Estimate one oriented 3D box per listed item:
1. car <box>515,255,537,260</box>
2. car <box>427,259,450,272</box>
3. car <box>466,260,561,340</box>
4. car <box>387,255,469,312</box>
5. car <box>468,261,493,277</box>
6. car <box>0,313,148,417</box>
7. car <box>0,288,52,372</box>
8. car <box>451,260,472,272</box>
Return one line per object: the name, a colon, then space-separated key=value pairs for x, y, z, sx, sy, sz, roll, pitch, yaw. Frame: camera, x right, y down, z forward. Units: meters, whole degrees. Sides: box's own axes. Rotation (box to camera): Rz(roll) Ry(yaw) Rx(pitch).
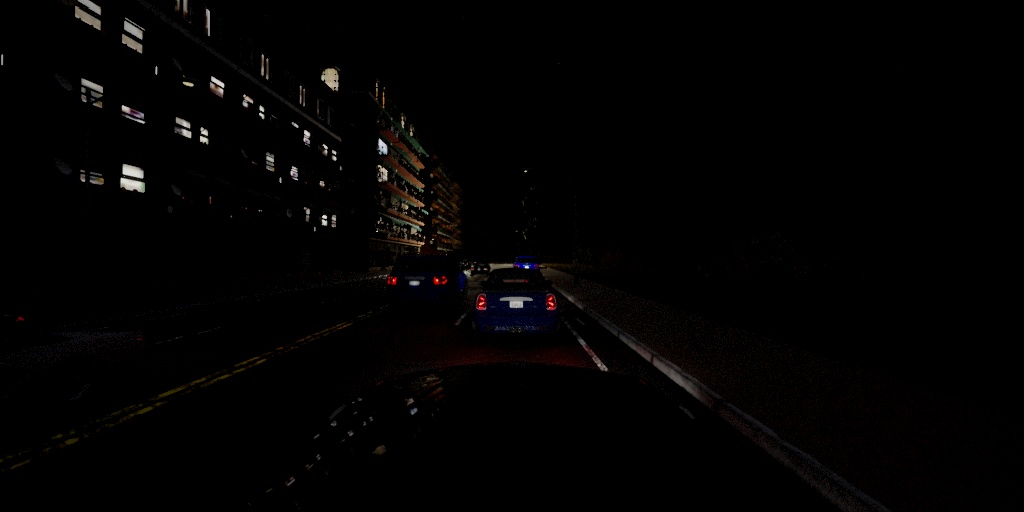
car: x=1.150 y=0.978 z=30.103 sx=2.150 sy=2.045 sz=5.566 roll=0 pitch=0 yaw=0
car: x=-9.826 y=1.244 z=48.310 sx=2.128 sy=1.511 sz=4.902 roll=0 pitch=0 yaw=0
car: x=0.102 y=1.103 z=10.150 sx=2.097 sy=1.767 sz=4.553 roll=0 pitch=0 yaw=0
car: x=-3.146 y=0.972 z=14.252 sx=2.150 sy=2.045 sz=5.566 roll=0 pitch=0 yaw=0
car: x=-3.130 y=1.301 z=36.543 sx=2.033 sy=1.411 sz=5.357 roll=0 pitch=0 yaw=0
car: x=-6.600 y=1.351 z=3.289 sx=1.895 sy=1.301 sz=4.718 roll=0 pitch=0 yaw=0
car: x=-9.850 y=1.314 z=4.805 sx=1.994 sy=1.385 sz=4.181 roll=0 pitch=0 yaw=0
car: x=-6.578 y=1.244 z=47.124 sx=2.128 sy=1.511 sz=4.902 roll=0 pitch=0 yaw=0
